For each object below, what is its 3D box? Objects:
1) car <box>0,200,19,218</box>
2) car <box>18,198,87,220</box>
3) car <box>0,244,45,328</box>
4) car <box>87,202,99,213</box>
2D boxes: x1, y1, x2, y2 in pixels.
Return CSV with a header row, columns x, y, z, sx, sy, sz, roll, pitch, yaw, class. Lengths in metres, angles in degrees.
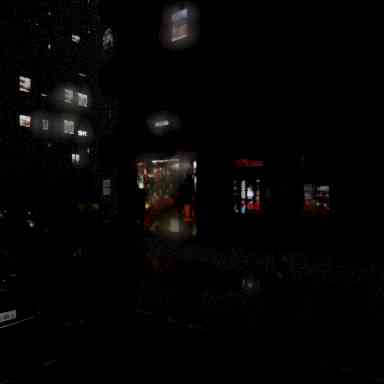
x,y,z,sx,sy,sz,roll,pitch,yaw,class
-13.963,1.350,26.072,2.008,1.369,4.403,1,1,35,car
-10.811,1.338,26.077,1.994,1.385,4.181,0,1,35,car
-4.430,1.551,6.047,4.403,1.369,2.008,0,0,36,car
-10.867,1.250,30.492,1.752,1.417,4.829,1,1,35,car
